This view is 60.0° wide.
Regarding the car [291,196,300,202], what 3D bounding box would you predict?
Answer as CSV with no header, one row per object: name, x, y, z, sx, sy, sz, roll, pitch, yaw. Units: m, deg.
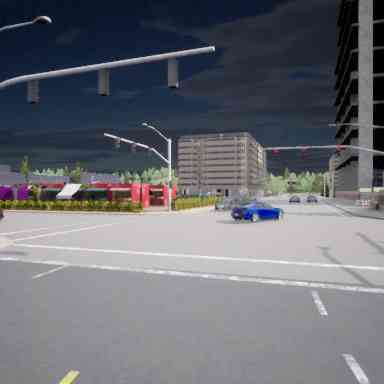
car,24.373,1.553,78.308,1.994,1.385,4.181,0,0,18

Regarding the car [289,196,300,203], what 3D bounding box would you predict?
car,21.273,1.554,68.959,1.994,1.385,4.181,0,0,18

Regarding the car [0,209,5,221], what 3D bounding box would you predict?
car,-17.102,1.533,26.147,5.008,1.535,1.882,0,0,19

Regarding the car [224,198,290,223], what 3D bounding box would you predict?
car,5.203,1.522,26.207,5.008,1.535,1.882,0,1,-39

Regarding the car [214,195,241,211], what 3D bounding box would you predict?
car,4.024,1.491,39.686,2.128,1.511,4.902,0,0,18

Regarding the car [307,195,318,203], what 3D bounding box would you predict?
car,24.573,1.541,67.778,2.033,1.411,5.357,0,0,18

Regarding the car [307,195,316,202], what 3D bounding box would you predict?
car,27.840,1.524,77.641,1.812,1.442,4.674,0,0,18

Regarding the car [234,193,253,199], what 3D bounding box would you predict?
car,7.157,1.221,49.079,2.150,2.045,5.566,0,0,18
